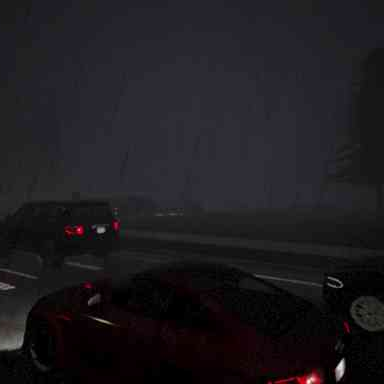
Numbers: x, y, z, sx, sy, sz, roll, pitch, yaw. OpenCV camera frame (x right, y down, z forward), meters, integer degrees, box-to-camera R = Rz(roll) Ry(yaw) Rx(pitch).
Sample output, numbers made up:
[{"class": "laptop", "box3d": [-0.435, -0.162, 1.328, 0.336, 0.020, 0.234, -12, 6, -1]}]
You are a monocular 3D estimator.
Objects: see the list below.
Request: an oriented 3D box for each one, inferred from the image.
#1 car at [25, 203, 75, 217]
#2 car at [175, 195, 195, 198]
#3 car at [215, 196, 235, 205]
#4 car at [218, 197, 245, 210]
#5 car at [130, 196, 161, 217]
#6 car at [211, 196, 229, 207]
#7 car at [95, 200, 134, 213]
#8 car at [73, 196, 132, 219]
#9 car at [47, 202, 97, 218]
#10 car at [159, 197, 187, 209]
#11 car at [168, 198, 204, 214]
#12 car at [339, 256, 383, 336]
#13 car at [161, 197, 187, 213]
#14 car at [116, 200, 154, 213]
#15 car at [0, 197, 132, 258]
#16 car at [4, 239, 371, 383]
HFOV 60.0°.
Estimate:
[{"class": "car", "box3d": [-15.472, 1.938, 36.538, 1.895, 1.301, 4.718, -1, 0, 36]}, {"class": "car", "box3d": [-1.548, 1.522, 49.661, 2.150, 2.045, 5.566, -1, 0, 36]}, {"class": "car", "box3d": [6.637, 1.686, 66.634, 2.097, 1.767, 4.553, -1, 0, 36]}, {"class": "car", "box3d": [6.063, 1.794, 48.204, 1.994, 1.385, 4.181, -1, 0, 36]}, {"class": "car", "box3d": [-5.910, 1.453, 31.821, 2.150, 2.045, 5.566, -1, 0, 37]}, {"class": "car", "box3d": [5.194, 1.791, 58.834, 2.128, 1.511, 4.902, -1, 0, 37]}, {"class": "car", "box3d": [-10.122, 1.814, 43.862, 1.882, 1.535, 5.008, -1, 0, 36]}, {"class": "car", "box3d": [-8.912, 1.489, 33.657, 2.150, 2.045, 5.566, -1, 0, 36]}, {"class": "car", "box3d": [-12.424, 1.828, 34.778, 1.812, 1.442, 4.674, -1, 0, 36]}, {"class": "car", "box3d": [-3.032, 1.687, 53.555, 2.097, 1.767, 4.553, -1, 0, 36]}, {"class": "car", "box3d": [-0.390, 1.795, 39.381, 1.994, 1.385, 4.181, -1, 0, 36]}, {"class": "car", "box3d": [4.616, 1.468, 4.996, 5.008, 1.535, 1.882, -1, 0, 35]}, {"class": "car", "box3d": [-3.214, 1.744, 41.452, 1.882, 1.535, 5.008, -1, 0, 36]}, {"class": "car", "box3d": [-7.131, 1.827, 42.020, 1.812, 1.442, 4.674, -1, 0, 36]}, {"class": "car", "box3d": [-4.987, 1.326, 11.822, 5.566, 2.045, 2.150, -1, -1, 36]}, {"class": "car", "box3d": [-0.284, 1.589, 4.190, 4.181, 1.385, 1.994, -1, 0, 36]}]
